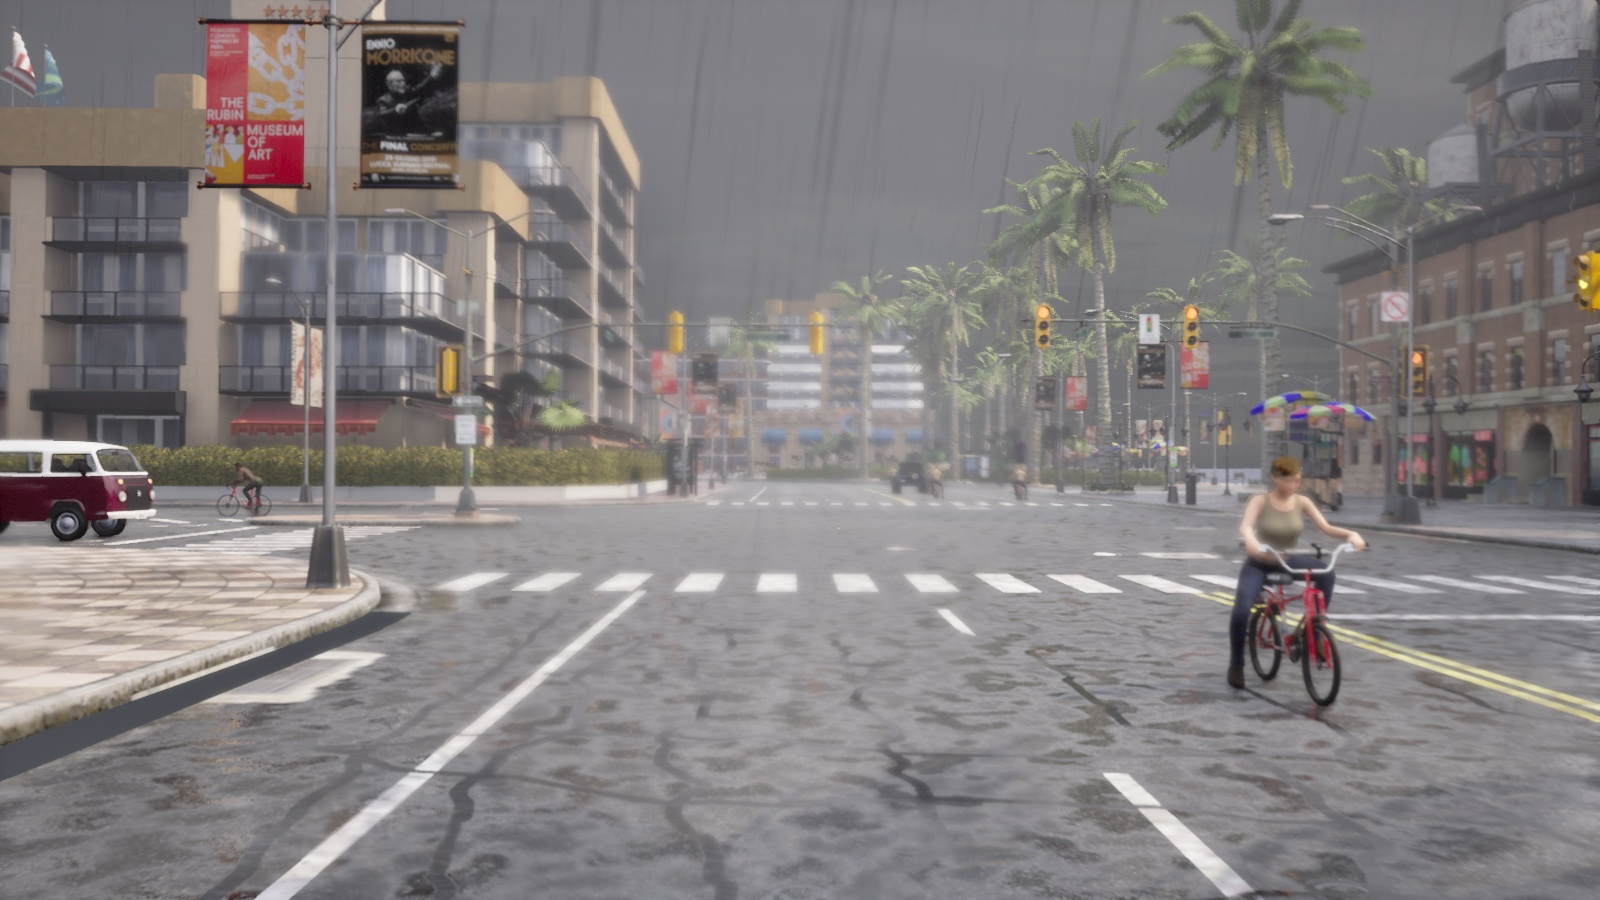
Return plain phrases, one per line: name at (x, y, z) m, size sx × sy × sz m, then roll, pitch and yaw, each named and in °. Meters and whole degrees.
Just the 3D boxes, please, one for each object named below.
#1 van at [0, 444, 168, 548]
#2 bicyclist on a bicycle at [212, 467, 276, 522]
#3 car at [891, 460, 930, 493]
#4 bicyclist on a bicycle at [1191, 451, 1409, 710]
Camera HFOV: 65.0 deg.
van at (-15.866, 0.946, 26.030) m, size 4.480 × 2.038 × 2.069 m, roll -1°, pitch -1°, yaw -1°
bicyclist on a bicycle at (-16.592, 1.325, 37.492) m, size 1.656 × 1.620 × 0.582 m, roll -1°, pitch -1°, yaw -1°
car at (6.442, 1.522, 73.826) m, size 1.905 × 1.878 × 3.866 m, roll 0°, pitch 0°, yaw -1°
bicyclist on a bicycle at (3.344, 0.820, 8.562) m, size 0.866 × 1.612 × 1.509 m, roll 0°, pitch -1°, yaw 0°
